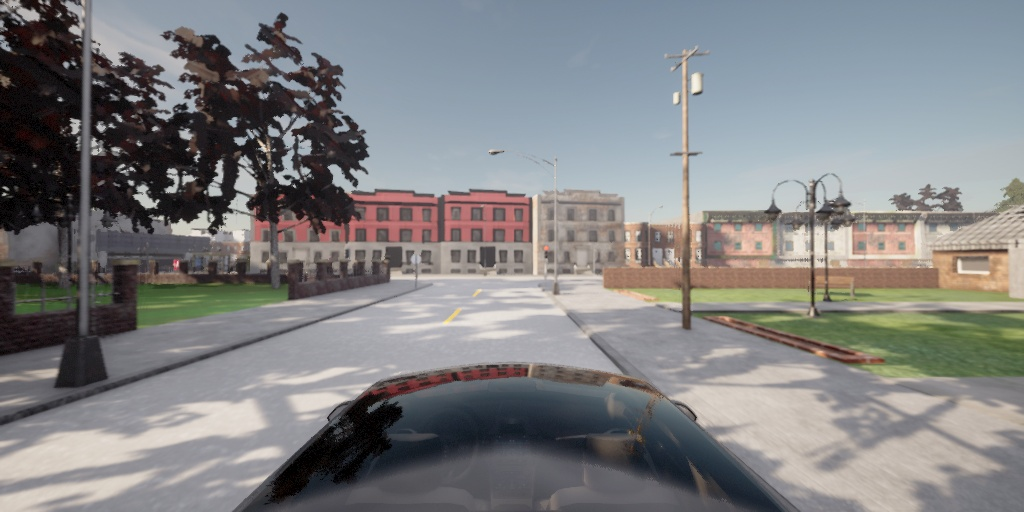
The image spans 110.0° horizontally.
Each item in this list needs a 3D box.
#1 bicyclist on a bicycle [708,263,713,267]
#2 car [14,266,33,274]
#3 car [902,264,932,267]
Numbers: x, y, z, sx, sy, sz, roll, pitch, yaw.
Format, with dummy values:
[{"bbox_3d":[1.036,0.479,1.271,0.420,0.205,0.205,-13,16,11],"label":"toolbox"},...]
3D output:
[{"bbox_3d":[17.305,1.405,31.241,0.582,1.620,1.656,0,-1,0],"label":"bicyclist on a bicycle"},{"bbox_3d":[-49.929,1.672,35.451,4.181,1.385,1.994,0,-1,0],"label":"car"},{"bbox_3d":[44.529,1.648,39.534,4.902,1.511,2.128,0,-1,0],"label":"car"}]
